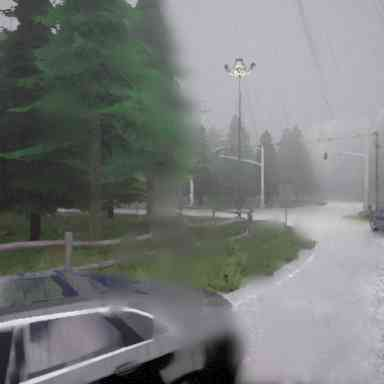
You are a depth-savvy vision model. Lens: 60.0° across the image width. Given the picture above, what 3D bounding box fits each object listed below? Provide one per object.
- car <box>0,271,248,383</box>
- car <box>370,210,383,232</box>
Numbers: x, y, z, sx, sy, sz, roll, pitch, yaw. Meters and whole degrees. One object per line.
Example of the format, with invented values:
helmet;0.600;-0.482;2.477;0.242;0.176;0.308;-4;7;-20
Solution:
car;-1.723;1.498;2.450;4.902;1.511;2.128;0;0;-38
car;10.891;1.342;17.119;2.097;1.767;4.553;0;0;12
